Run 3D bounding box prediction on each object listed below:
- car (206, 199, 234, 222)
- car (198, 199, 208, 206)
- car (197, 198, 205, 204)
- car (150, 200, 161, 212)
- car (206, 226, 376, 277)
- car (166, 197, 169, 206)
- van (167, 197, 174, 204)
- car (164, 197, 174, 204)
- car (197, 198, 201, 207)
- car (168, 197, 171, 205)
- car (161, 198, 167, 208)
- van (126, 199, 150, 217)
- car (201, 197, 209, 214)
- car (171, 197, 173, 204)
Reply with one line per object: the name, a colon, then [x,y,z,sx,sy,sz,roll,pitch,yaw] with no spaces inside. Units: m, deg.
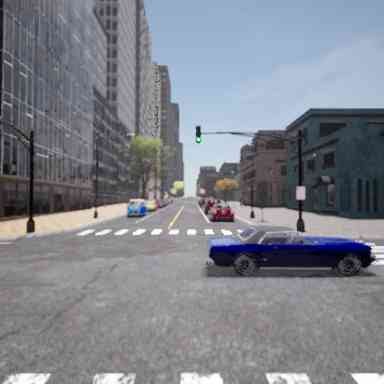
car: [2.594,1.730,29.410,1.967,1.590,4.097,1,-1,0]
car: [2.431,2.294,74.799,1.947,1.339,4.313,1,-1,0]
car: [2.393,2.277,86.147,1.967,1.590,4.097,1,-1,0]
car: [-5.847,1.970,46.192,1.752,1.417,4.829,1,-1,0]
car: [2.818,1.702,10.060,4.718,1.301,1.895,0,-1,0]
car: [-5.909,2.177,63.383,1.947,1.339,4.313,1,-1,0]
van: [-6.005,2.225,91.753,1.690,1.788,3.998,1,-1,0]
car: [-5.984,2.144,86.080,2.192,1.841,5.009,1,-1,0]
car: [2.476,1.934,63.454,2.192,1.841,5.009,1,-1,0]
car: [-5.929,2.231,69.056,1.947,1.339,4.313,1,-1,0]
car: [-5.889,2.138,57.709,1.802,1.307,4.206,1,-1,0]
van: [-5.804,1.678,35.017,1.690,1.788,3.998,1,-1,0]
car: [2.557,1.715,40.759,2.192,1.841,5.009,1,-1,0]
car: [-5.968,2.325,80.404,2.008,1.369,4.403,1,-1,0]
